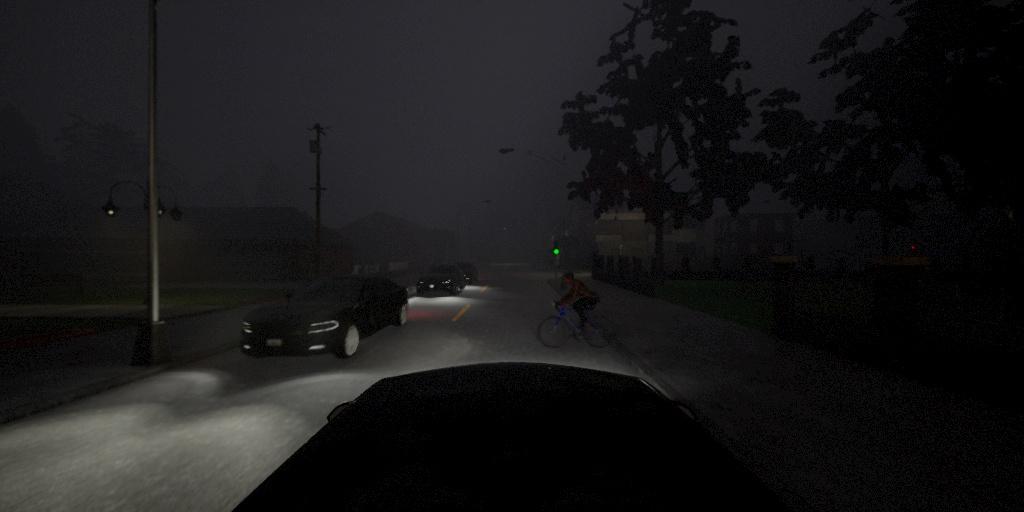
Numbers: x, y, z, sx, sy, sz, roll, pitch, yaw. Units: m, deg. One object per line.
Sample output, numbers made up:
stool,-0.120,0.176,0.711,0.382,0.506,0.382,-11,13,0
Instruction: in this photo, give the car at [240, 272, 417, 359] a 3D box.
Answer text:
car,-3.985,1.193,8.572,1.882,1.535,5.008,0,0,1

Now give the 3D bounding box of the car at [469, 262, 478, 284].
car,-3.551,1.165,25.696,1.837,1.490,4.892,0,0,1

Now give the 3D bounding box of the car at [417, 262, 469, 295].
car,-3.742,1.185,19.395,1.837,1.490,4.892,0,0,1

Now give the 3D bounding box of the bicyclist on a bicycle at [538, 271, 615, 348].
bicyclist on a bicycle,1.362,1.153,7.595,1.656,1.620,0.582,0,0,1
